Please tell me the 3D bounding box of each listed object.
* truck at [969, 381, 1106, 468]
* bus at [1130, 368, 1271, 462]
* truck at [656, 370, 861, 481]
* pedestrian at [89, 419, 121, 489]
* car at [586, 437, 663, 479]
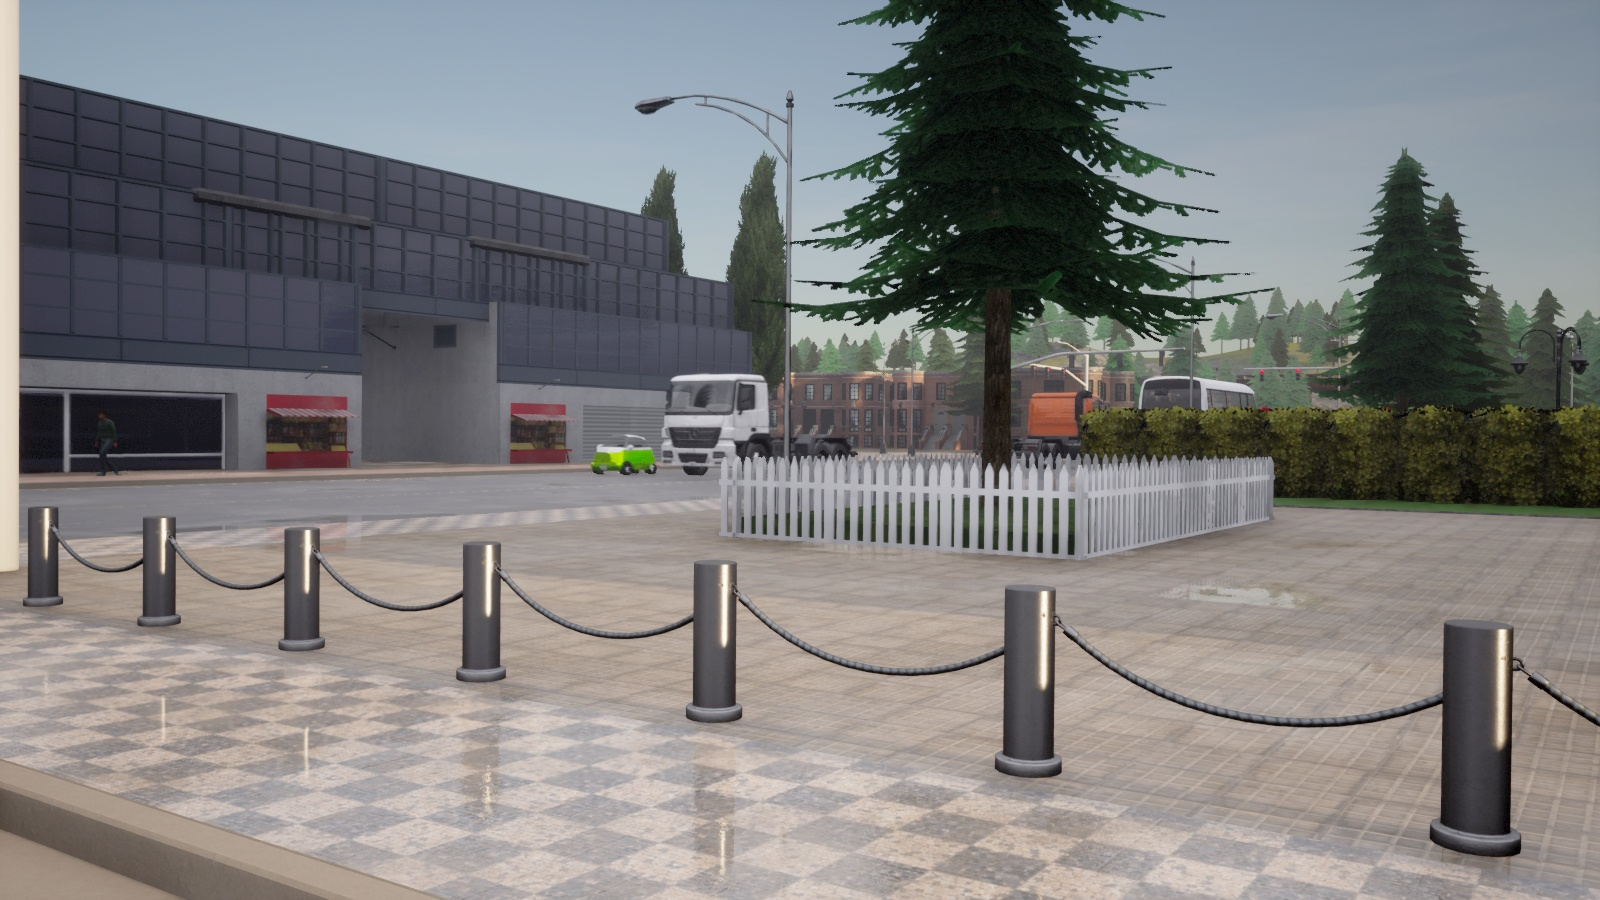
[{"bbox_3d":[10.366,-1.083,54.067,2.891,3.462,7.936,0,1,34],"label":"truck"},{"bbox_3d":[20.023,-1.676,62.205,3.944,4.253,10.273,0,1,34],"label":"bus"},{"bbox_3d":[-1.217,-0.827,43.041,2.891,3.462,7.936,0,1,34],"label":"truck"},{"bbox_3d":[-18.350,0.103,33.154,0.353,1.847,0.614,0,1,32],"label":"pedestrian"},{"bbox_3d":[-5.895,0.261,42.342,1.481,1.376,2.207,0,1,34],"label":"car"}]
